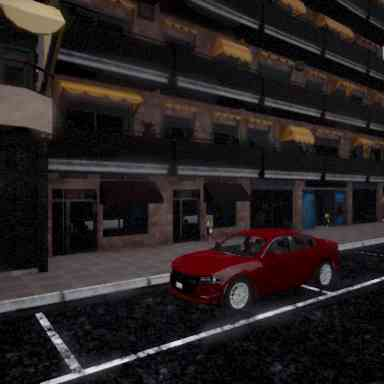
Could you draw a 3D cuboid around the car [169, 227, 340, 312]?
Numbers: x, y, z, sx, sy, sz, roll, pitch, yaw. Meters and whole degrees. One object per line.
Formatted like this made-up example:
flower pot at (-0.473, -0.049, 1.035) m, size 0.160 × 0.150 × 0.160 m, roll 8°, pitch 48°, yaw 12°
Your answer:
car at (1.584, 1.544, 7.690) m, size 4.507 × 1.381 × 1.887 m, roll 0°, pitch 0°, yaw -36°
